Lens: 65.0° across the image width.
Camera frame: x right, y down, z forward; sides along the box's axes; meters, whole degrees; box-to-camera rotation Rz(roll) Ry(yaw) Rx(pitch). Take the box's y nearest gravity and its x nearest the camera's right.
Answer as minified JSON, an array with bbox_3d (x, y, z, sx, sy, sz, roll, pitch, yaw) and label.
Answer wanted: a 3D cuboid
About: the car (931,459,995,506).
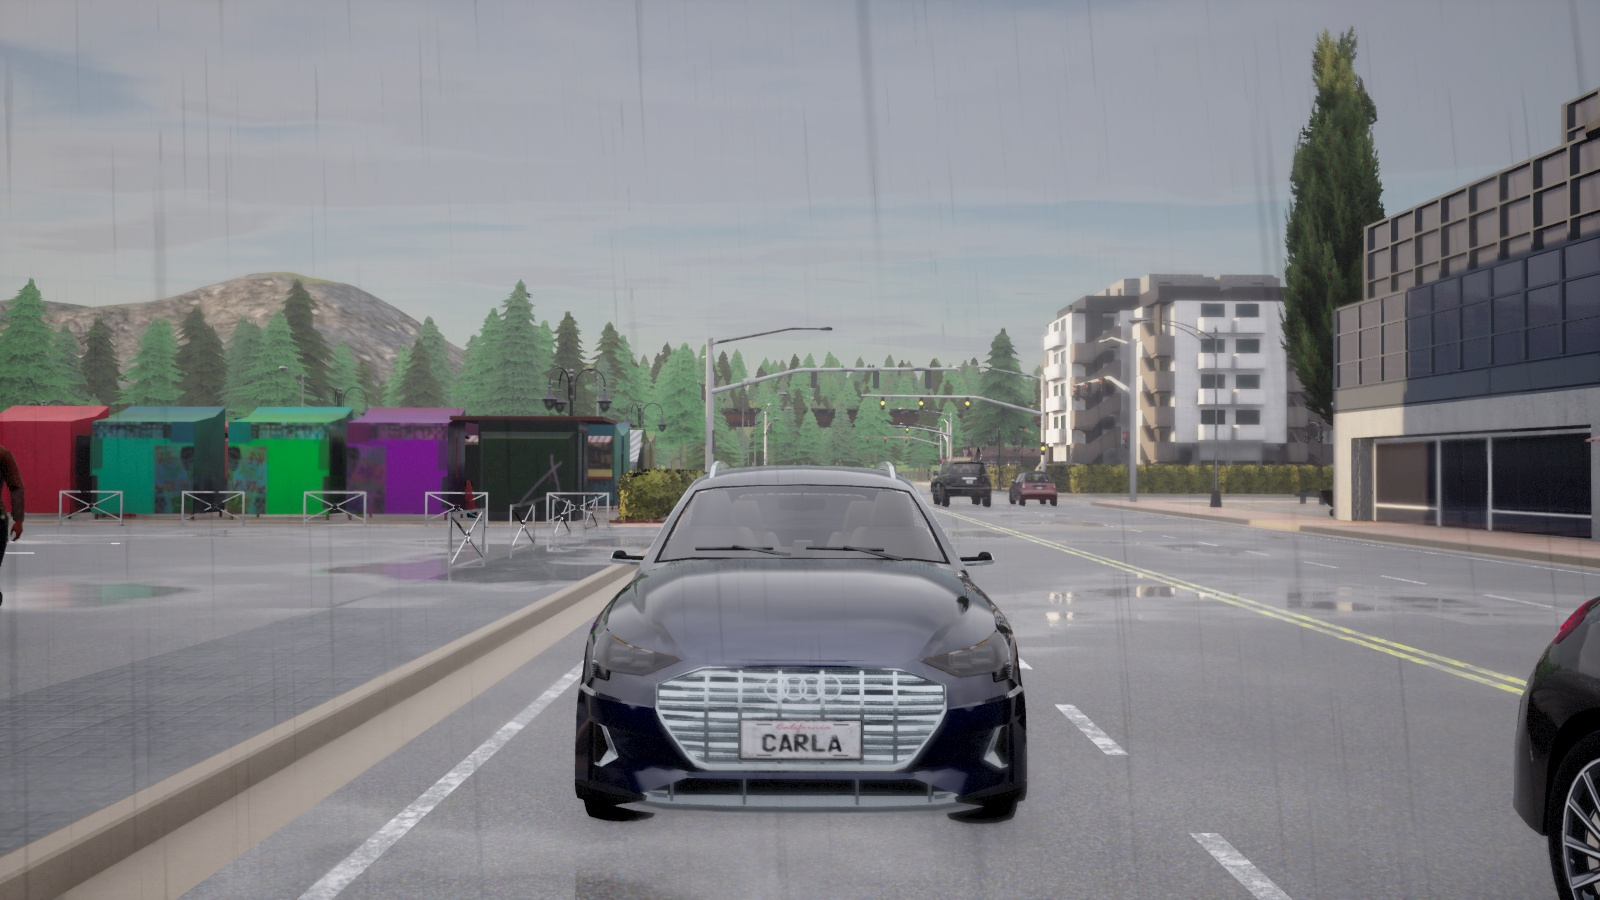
[{"bbox_3d":[7.401,1.469,57.626,2.150,2.045,5.566,0,-1,0],"label":"car"}]

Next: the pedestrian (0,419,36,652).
[{"bbox_3d":[-6.357,0.661,9.753,0.328,1.805,0.869,0,-1,-2],"label":"pedestrian"}]

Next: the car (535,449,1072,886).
[{"bbox_3d":[0.019,0.865,7.197,2.033,1.649,4.856,0,-1,0],"label":"car"}]

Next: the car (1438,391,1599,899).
[{"bbox_3d":[3.494,0.617,2.241,2.152,1.651,5.027,0,-1,0],"label":"car"}]

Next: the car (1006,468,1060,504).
[{"bbox_3d":[10.940,1.661,59.217,1.851,1.617,3.988,0,-1,0],"label":"car"}]
